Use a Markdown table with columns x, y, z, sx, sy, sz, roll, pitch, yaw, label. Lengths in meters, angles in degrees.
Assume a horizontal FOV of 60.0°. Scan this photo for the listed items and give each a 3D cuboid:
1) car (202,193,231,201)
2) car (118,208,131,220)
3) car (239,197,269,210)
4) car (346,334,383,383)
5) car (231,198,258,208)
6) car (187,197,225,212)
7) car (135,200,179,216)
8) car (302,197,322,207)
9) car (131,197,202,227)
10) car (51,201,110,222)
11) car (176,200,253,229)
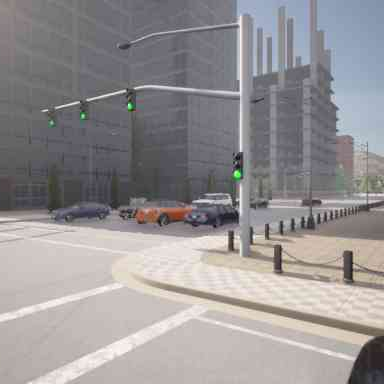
| x | y | z | sx | sy | sz | roll | pitch | yaw | label |
| --- | --- | --- | --- | --- | --- | --- | --- | --- | --- |
| 2.109 | 1.166 | 34.319 | 2.150 | 2.045 | 5.566 | 0 | 0 | 36 | car |
| -3.599 | 1.545 | 26.404 | 1.895 | 1.301 | 4.718 | 0 | 0 | 36 | car |
| 8.210 | 1.422 | 42.772 | 1.882 | 1.535 | 5.008 | 0 | 0 | 36 | car |
| 3.036 | 1.564 | 1.803 | 4.181 | 1.385 | 1.994 | 0 | 0 | 36 | car |
| 7.596 | 1.545 | 47.893 | 1.895 | 1.301 | 4.718 | 0 | 0 | 36 | car |
| 1.751 | 1.436 | 39.809 | 2.128 | 1.511 | 4.902 | 0 | 0 | 36 | car |
| -3.389 | 1.508 | 32.682 | 1.994 | 1.385 | 4.181 | 0 | 0 | 36 | car |
| 18.128 | 1.422 | 50.233 | 1.882 | 1.535 | 5.008 | 0 | 0 | 36 | car |
| -1.636 | 1.296 | 22.798 | 2.097 | 1.767 | 4.553 | 0 | 0 | 36 | car |
| -8.468 | 1.470 | 25.645 | 1.812 | 1.442 | 4.674 | 0 | 0 | 38 | car |
| 1.602 | 1.492 | 21.306 | 2.033 | 1.411 | 5.357 | 0 | 0 | 36 | car |
